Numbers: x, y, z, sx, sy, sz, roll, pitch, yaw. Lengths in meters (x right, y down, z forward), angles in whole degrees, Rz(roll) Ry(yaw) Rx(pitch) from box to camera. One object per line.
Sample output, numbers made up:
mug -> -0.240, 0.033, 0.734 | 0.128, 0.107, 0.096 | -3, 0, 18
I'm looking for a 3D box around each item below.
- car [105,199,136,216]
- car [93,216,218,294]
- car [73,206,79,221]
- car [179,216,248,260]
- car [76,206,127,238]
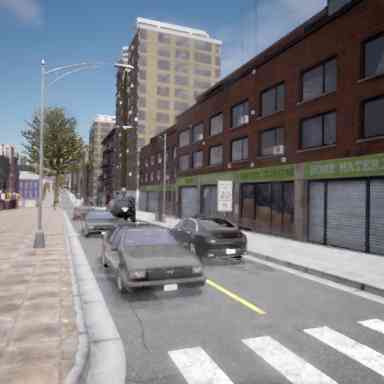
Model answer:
car -> -6.664, 1.697, 30.665 | 2.150, 2.045, 5.566 | 1, -1, -22
car -> -1.423, 1.642, 9.446 | 2.033, 1.411, 5.357 | 1, -1, -22
car -> -10.637, 2.040, 32.691 | 1.994, 1.385, 4.181 | 1, -1, -22
car -> 0.356, 1.689, 12.958 | 1.837, 1.490, 4.892 | 1, -1, -22
car -> -5.509, 1.794, 19.743 | 2.033, 1.411, 5.357 | 1, -1, -22
